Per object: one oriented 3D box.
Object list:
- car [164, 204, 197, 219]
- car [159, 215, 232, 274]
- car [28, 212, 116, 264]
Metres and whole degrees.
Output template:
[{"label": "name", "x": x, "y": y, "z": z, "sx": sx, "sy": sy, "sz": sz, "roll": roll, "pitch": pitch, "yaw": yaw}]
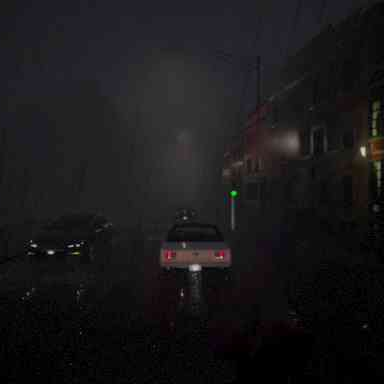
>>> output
[{"label": "car", "x": -1.090, "y": 1.669, "z": 27.193, "sx": 1.895, "sy": 1.301, "sz": 4.718, "roll": 0, "pitch": 0, "yaw": -15}, {"label": "car", "x": 0.082, "y": 1.628, "z": 10.622, "sx": 1.895, "sy": 1.301, "sz": 4.718, "roll": 0, "pitch": 0, "yaw": 0}, {"label": "car", "x": -4.090, "y": 1.537, "z": 12.091, "sx": 1.837, "sy": 1.490, "sz": 4.892, "roll": 0, "pitch": -1, "yaw": 0}]
